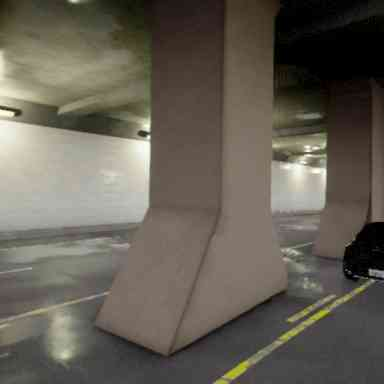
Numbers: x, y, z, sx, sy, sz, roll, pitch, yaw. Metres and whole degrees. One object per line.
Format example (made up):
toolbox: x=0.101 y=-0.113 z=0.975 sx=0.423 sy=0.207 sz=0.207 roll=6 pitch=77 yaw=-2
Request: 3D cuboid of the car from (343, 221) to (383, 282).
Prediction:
car: x=5.715 y=1.556 z=9.064 sx=1.837 sy=1.490 sz=4.892 roll=1 pitch=0 yaw=43
